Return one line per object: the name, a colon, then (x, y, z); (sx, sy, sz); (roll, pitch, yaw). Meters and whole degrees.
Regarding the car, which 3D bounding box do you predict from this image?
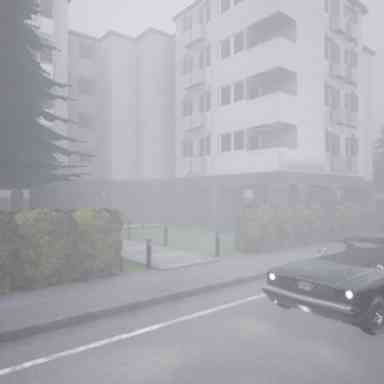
car: (3.615, 1.670, 6.996); (4.718, 1.301, 1.895); (0, -1, -39)
